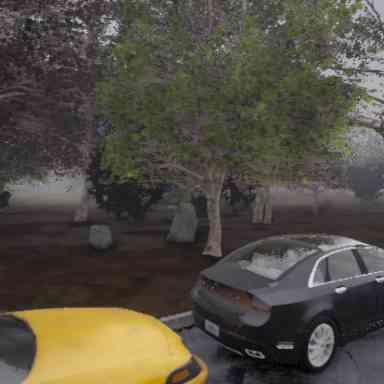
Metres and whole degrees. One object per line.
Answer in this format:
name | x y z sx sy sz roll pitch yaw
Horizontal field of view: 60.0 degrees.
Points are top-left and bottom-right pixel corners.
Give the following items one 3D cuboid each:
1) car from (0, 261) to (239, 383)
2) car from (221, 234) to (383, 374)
car | -2.383 1.464 2.330 5.366 1.575 1.946 0 1 -33
car | 2.288 1.478 5.665 4.892 1.521 2.231 -1 2 -33
